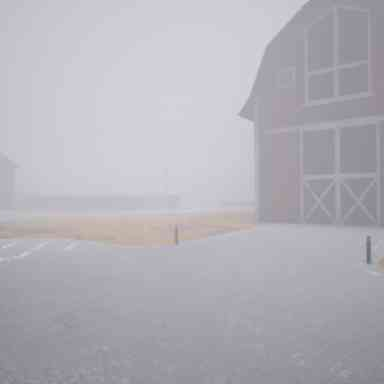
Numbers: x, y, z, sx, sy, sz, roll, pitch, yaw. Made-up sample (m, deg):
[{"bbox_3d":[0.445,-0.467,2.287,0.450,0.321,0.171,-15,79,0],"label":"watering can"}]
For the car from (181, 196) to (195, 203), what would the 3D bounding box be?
[{"bbox_3d":[-1.252,2.064,92.659,1.932,1.855,4.605,-1,0,35],"label":"car"}]
